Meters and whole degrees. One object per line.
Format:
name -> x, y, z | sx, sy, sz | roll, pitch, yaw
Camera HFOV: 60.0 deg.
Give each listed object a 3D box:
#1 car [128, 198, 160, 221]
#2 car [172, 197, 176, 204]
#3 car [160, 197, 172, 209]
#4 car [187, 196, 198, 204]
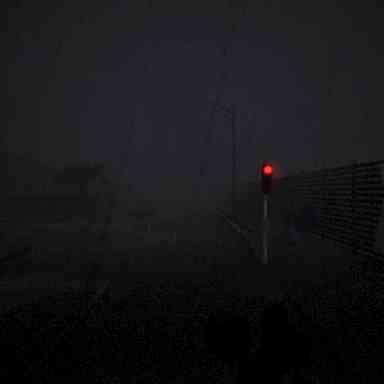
car -> -4.060, 1.483, 27.839 | 1.882, 1.535, 5.008 | 0, 0, 0
car -> -3.975, 1.576, 61.122 | 1.994, 1.385, 4.181 | 0, 0, 0
car -> -4.030, 1.534, 44.480 | 1.812, 1.442, 4.674 | 0, 0, 0
car -> 0.094, 1.517, 63.238 | 1.837, 1.490, 4.892 | 0, 0, 0
